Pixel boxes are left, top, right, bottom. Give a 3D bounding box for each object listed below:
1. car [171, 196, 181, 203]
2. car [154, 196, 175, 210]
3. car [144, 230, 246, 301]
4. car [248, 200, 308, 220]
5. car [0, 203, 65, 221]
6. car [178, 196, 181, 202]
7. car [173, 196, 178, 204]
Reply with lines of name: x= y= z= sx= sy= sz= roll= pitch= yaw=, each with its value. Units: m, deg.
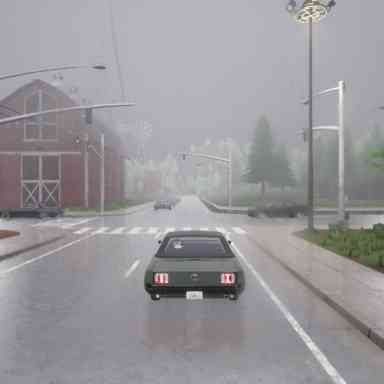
car: x=-3.501 y=1.590 z=72.514 sx=1.895 sy=1.301 sz=4.718 roll=0 pitch=0 yaw=0
car: x=-3.599 y=1.564 z=42.112 sx=1.994 sy=1.385 sz=4.181 roll=0 pitch=0 yaw=0
car: x=0.066 y=1.601 z=8.300 sx=1.895 sy=1.301 sz=4.718 roll=0 pitch=0 yaw=0
car: x=7.028 y=1.451 z=26.946 sx=5.008 sy=1.535 sz=1.882 roll=0 pitch=0 yaw=-1
car: x=-12.828 y=1.573 z=26.586 sx=4.718 sy=1.301 sz=1.895 roll=0 pitch=0 yaw=-1
car: x=-3.563 y=1.505 z=62.206 sx=1.837 sy=1.490 sz=4.892 roll=0 pitch=0 yaw=0
car: x=-3.593 y=1.505 z=52.134 sx=1.837 sy=1.490 sz=4.892 roll=0 pitch=0 yaw=0
